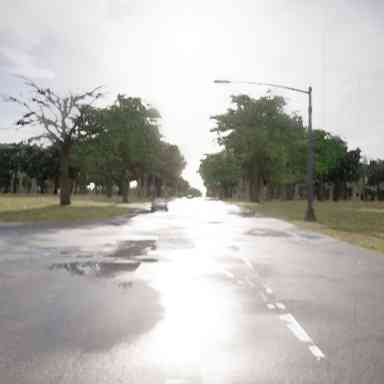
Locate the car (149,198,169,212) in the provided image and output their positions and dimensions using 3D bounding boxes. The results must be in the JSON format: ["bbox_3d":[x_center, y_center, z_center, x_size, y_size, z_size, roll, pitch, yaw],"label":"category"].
[{"bbox_3d":[-3.610,1.467,37.755,1.812,1.442,4.674,0,0,0],"label":"car"}]
